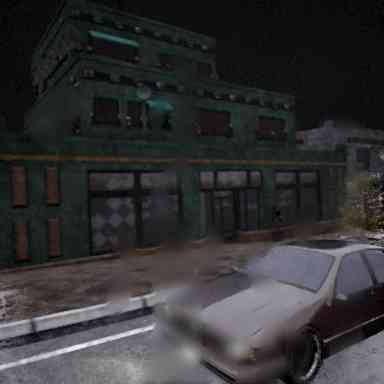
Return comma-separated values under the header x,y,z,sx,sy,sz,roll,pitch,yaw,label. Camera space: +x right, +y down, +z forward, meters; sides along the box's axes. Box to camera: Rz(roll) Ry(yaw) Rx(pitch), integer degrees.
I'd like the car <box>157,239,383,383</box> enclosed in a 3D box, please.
x,y,z,sx,sy,sz,roll,pitch,yaw,label
2.143,1.545,5.496,5.357,1.411,2.033,0,0,-35,car
